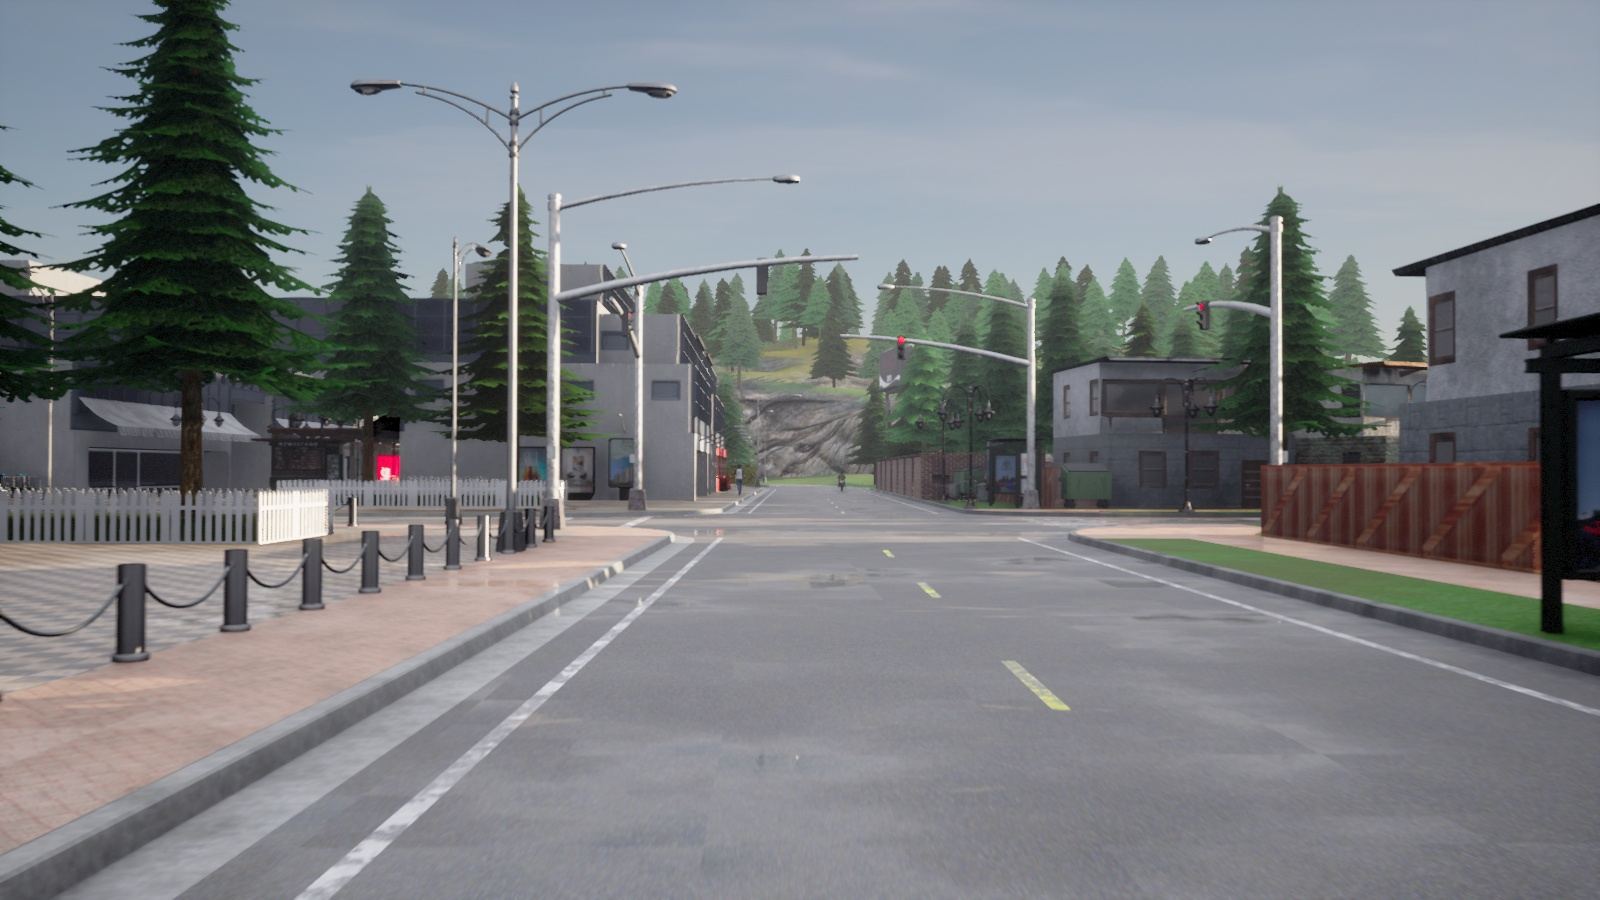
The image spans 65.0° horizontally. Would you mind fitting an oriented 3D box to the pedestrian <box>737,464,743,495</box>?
[{"bbox_3d":[-3.481,1.705,72.617,0.354,1.836,0.706,0,-1,-3],"label":"pedestrian"}]
